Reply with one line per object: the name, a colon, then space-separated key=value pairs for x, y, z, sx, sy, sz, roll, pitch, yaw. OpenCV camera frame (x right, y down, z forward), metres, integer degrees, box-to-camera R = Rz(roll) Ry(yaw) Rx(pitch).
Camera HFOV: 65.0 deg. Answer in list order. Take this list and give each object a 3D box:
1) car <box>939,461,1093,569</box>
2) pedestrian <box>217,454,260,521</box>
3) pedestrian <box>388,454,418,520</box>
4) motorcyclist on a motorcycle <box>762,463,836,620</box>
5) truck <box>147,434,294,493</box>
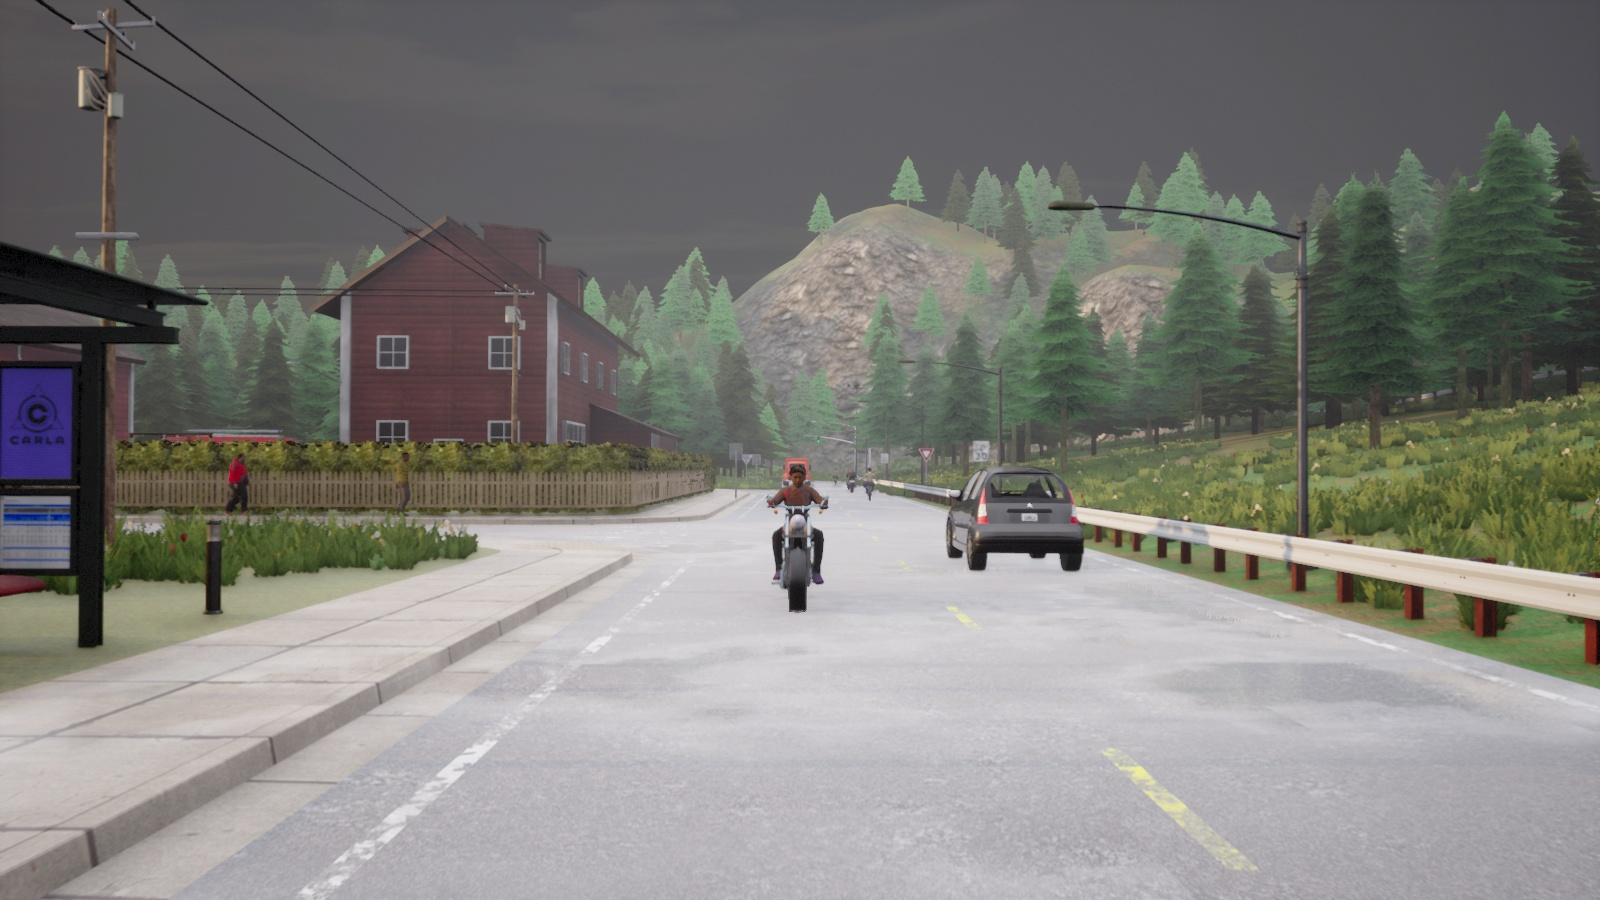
car: x=3.452 y=1.003 z=20.796 sx=1.851 sy=1.617 sz=3.988 roll=0 pitch=-1 yaw=0
pedestrian: x=-15.685 y=1.047 z=35.114 sx=0.899 sy=1.844 sz=0.634 roll=0 pitch=-1 yaw=2
pedestrian: x=-11.086 y=1.028 z=35.080 sx=0.709 sy=1.840 sz=0.431 roll=0 pitch=-1 yaw=4
motorcyclist on a motorcycle: x=-0.017 y=0.973 z=14.345 sx=0.766 sy=1.649 sz=2.350 roll=0 pitch=-1 yaw=0
truck: x=-38.477 y=0.894 z=83.585 sx=8.468 sy=3.827 sz=2.891 roll=0 pitch=-1 yaw=0
